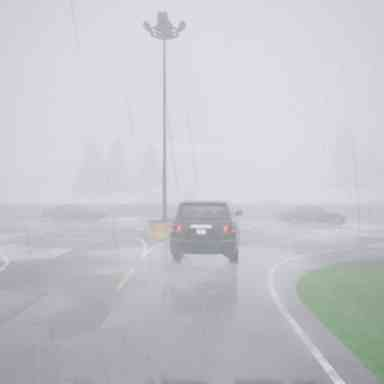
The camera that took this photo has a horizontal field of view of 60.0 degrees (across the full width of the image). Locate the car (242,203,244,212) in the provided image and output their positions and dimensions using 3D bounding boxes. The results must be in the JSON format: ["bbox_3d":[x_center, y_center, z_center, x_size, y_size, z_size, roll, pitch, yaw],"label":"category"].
[{"bbox_3d":[9.941,1.710,48.340,5.008,1.535,1.882,0,0,1],"label":"car"}]

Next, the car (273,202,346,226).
[{"bbox_3d":[8.449,1.642,23.668,4.674,1.442,1.812,0,0,1],"label":"car"}]

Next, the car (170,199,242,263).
[{"bbox_3d":[0.671,1.284,12.461,2.150,2.045,5.566,0,0,9],"label":"car"}]

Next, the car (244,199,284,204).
[{"bbox_3d":[8.838,1.660,37.862,5.008,1.535,1.882,0,0,1],"label":"car"}]

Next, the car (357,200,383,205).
[{"bbox_3d":[26.438,1.832,47.988,4.718,1.301,1.895,0,0,1],"label":"car"}]

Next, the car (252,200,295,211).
[{"bbox_3d":[10.942,1.763,44.819,5.357,1.411,2.033,0,0,1],"label":"car"}]

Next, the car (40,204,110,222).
[{"bbox_3d":[-9.617,1.682,27.543,5.357,1.411,2.033,0,0,1],"label":"car"}]
